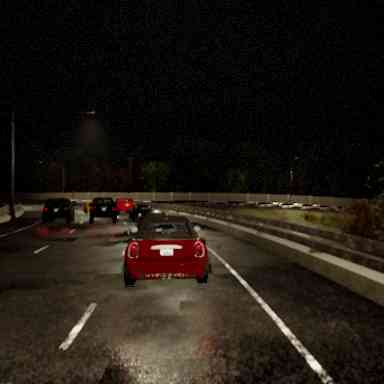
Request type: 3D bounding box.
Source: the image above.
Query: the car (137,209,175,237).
[{"bbox_3d":[-2.318,1.801,20.364,1.994,1.385,4.181,0,-1,-10],"label":"car"}]

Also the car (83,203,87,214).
[{"bbox_3d":[-12.726,1.981,42.527,1.882,1.535,5.008,0,0,-23],"label":"car"}]

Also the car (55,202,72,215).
[{"bbox_3d":[-15.923,1.997,41.127,1.837,1.490,4.892,0,-1,-23],"label":"car"}]

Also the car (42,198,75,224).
[{"bbox_3d":[-11.297,1.559,28.408,2.150,2.045,5.566,0,-1,-16],"label":"car"}]

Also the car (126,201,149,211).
[{"bbox_3d":[-4.724,1.866,30.658,1.837,1.490,4.892,0,0,-16],"label":"car"}]

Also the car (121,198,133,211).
[{"bbox_3d":[-8.629,1.715,41.872,2.150,2.045,5.566,0,0,-22],"label":"car"}]

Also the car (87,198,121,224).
[{"bbox_3d":[-7.657,1.548,28.490,2.150,2.045,5.566,0,-2,-17],"label":"car"}]

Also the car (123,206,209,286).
[{"bbox_3d":[-0.781,1.470,9.995,2.097,1.767,4.553,0,-1,-5],"label":"car"}]
